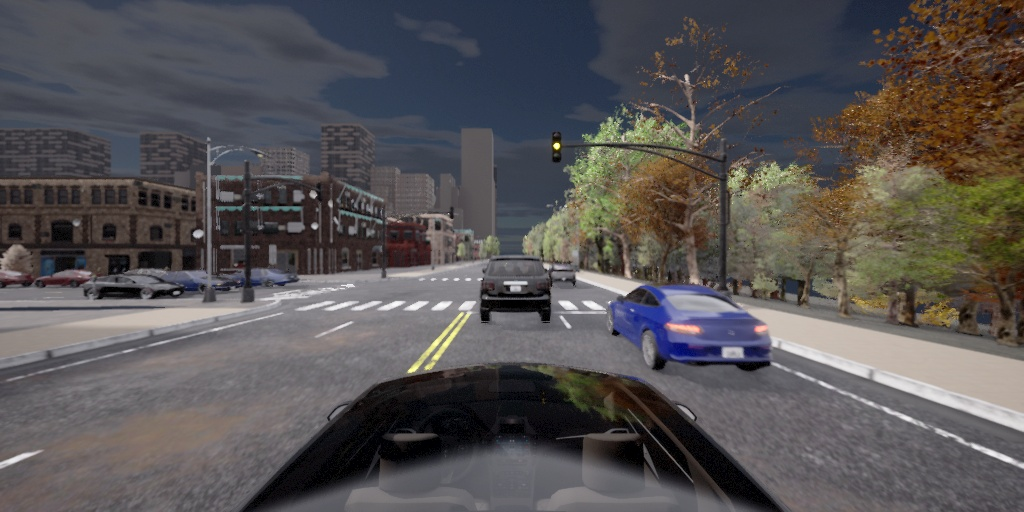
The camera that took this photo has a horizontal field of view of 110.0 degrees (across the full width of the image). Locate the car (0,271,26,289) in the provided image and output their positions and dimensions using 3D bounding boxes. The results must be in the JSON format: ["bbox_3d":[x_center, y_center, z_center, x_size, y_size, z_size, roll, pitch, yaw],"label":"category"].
[{"bbox_3d":[-39.350,1.778,27.540,4.207,1.307,1.802,0,0,0],"label":"car"}]

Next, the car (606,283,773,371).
[{"bbox_3d":[3.347,1.291,7.623,1.812,1.442,4.674,0,-1,2],"label":"car"}]

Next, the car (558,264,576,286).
[{"bbox_3d":[3.351,1.298,25.563,2.128,1.511,4.902,0,0,0],"label":"car"}]

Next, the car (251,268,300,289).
[{"bbox_3d":[-17.861,1.520,25.029,5.357,1.411,2.033,-1,0,-1],"label":"car"}]

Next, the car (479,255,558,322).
[{"bbox_3d":[0.100,0.997,12.546,2.150,2.045,5.566,0,0,0],"label":"car"}]

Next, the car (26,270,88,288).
[{"bbox_3d":[-33.816,1.716,27.532,4.207,1.307,1.802,0,0,0],"label":"car"}]

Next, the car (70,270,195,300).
[{"bbox_3d":[-19.948,1.606,19.013,4.313,1.339,1.948,0,0,0],"label":"car"}]

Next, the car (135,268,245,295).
[{"bbox_3d":[-19.579,1.563,21.720,5.357,1.411,2.033,-1,0,0],"label":"car"}]
